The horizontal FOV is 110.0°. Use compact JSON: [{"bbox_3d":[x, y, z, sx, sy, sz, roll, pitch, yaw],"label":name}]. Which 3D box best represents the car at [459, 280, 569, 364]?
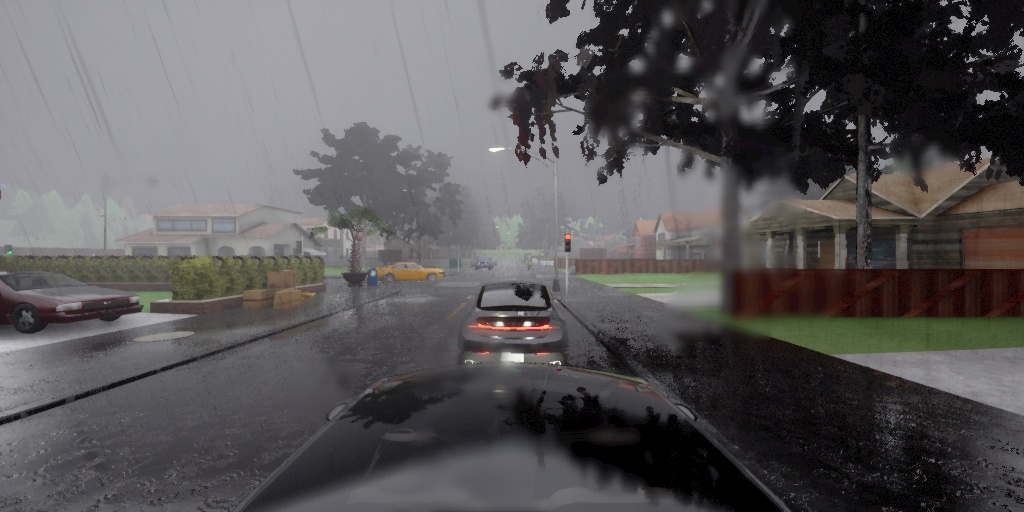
[{"bbox_3d":[0.046,1.255,7.667,1.837,1.490,4.892,0,0,1],"label":"car"}]

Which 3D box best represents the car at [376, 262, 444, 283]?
[{"bbox_3d":[-7.764,1.227,27.376,5.008,1.535,1.882,0,1,-12],"label":"car"}]

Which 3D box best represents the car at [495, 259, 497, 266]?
[{"bbox_3d":[-4.039,1.241,62.319,2.128,1.511,4.902,0,0,0],"label":"car"}]

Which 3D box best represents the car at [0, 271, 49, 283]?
[{"bbox_3d":[-43.858,1.241,30.852,4.902,1.511,2.128,0,0,0],"label":"car"}]

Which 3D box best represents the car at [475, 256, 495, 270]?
[{"bbox_3d":[-4.072,0.971,52.269,2.150,2.045,5.566,0,0,0],"label":"car"}]
